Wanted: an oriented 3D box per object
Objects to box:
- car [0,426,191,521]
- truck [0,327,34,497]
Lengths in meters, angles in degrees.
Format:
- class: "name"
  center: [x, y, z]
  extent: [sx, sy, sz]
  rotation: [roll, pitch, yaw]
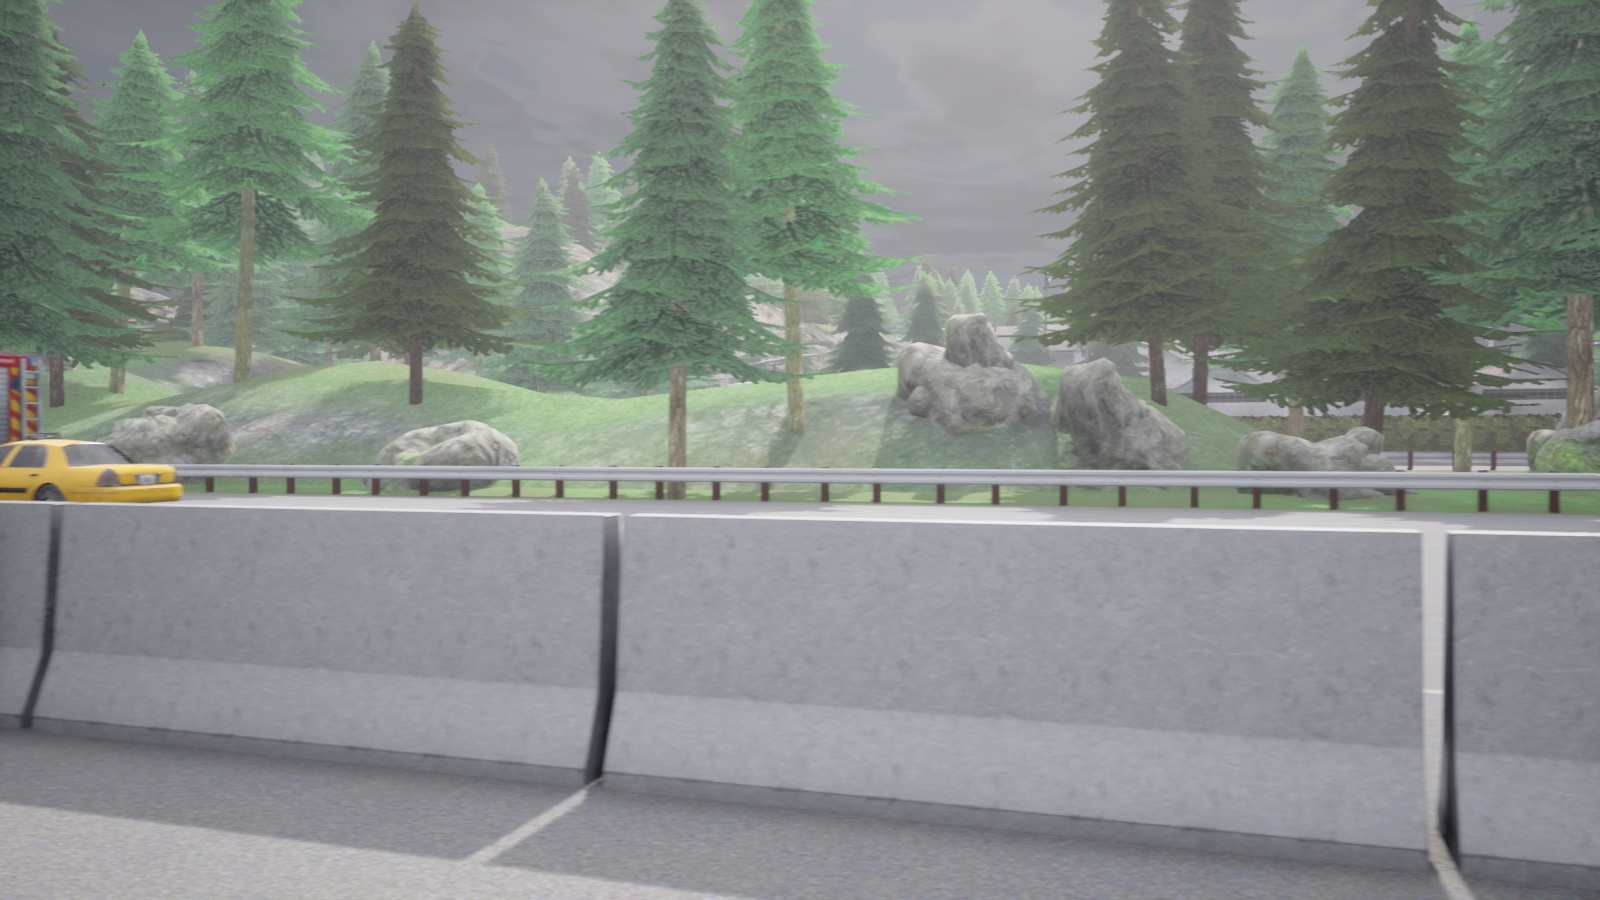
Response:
- class: "car"
  center: [-13.786, 0.352, 22.602]
  extent: [5.366, 1.575, 1.801]
  rotation: [1, 1, 19]
- class: "truck"
  center: [-22.254, -0.889, 29.128]
  extent: [8.468, 3.827, 2.891]
  rotation: [0, 1, 19]
